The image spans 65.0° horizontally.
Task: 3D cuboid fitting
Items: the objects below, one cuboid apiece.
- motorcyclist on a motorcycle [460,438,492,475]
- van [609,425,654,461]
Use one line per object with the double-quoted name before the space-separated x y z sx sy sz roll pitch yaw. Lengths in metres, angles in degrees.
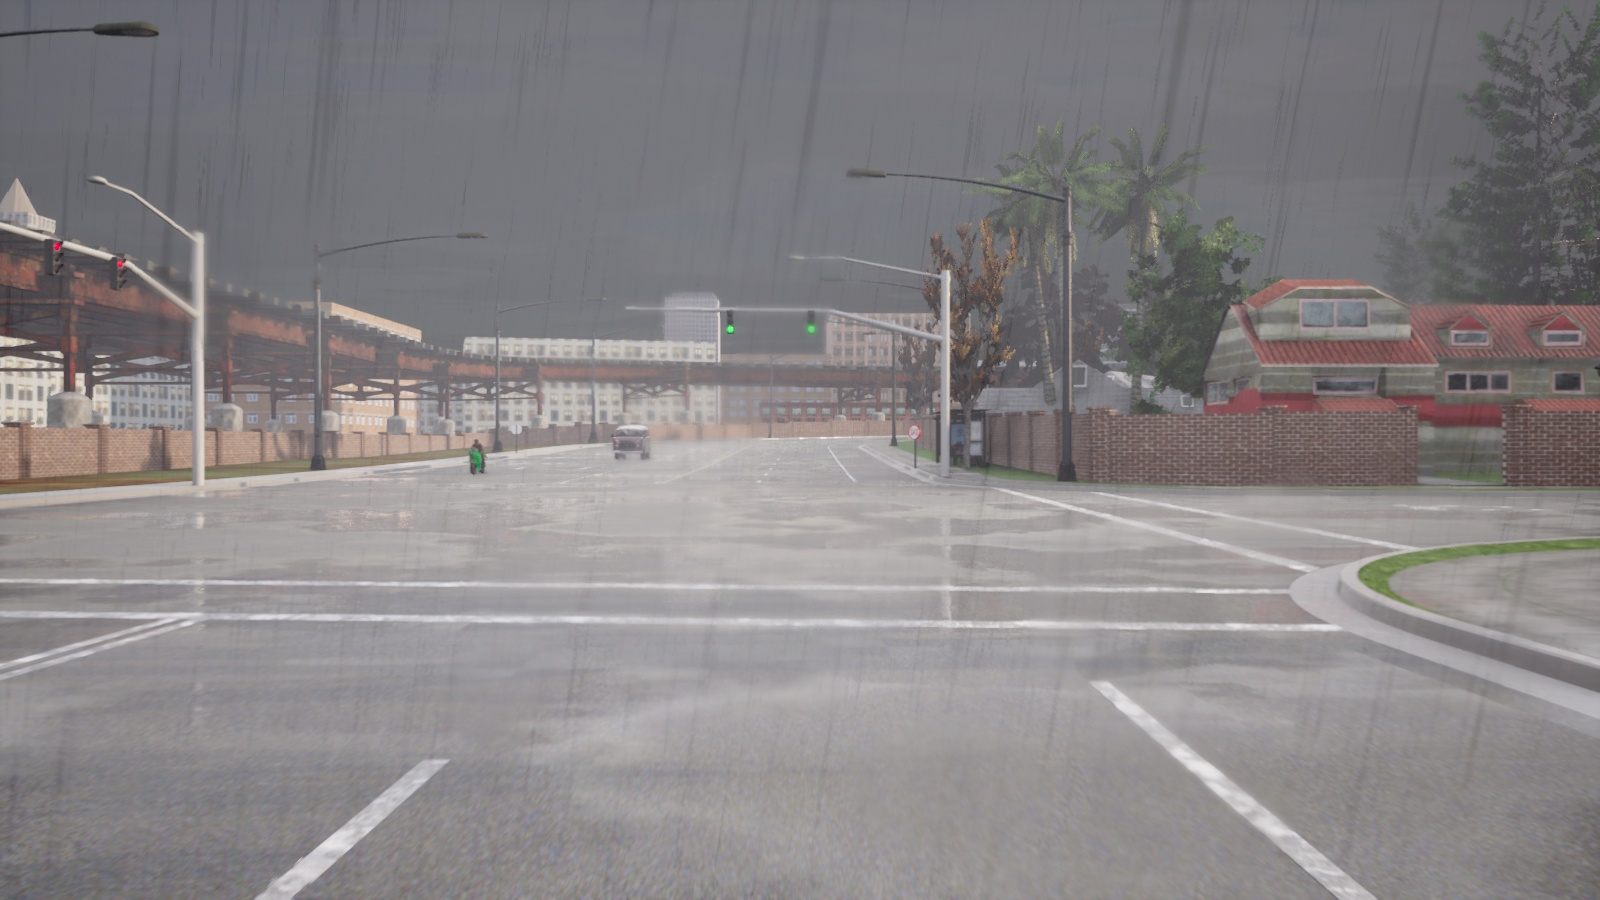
"motorcyclist on a motorcycle" -13.685 0.265 53.090 0.797 1.523 2.044 0 1 0
"van" -10.059 -0.457 75.296 2.069 2.038 4.480 0 1 0
